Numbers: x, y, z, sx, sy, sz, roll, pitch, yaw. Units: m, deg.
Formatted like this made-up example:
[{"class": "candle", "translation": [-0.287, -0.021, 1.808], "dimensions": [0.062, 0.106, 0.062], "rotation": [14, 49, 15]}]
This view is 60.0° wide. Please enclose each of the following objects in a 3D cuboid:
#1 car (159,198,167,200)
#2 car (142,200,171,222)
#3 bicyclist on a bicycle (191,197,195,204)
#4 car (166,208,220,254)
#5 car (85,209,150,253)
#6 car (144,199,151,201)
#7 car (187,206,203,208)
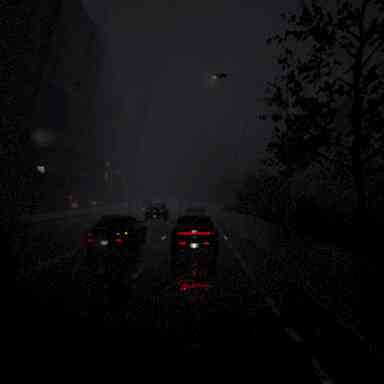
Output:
[{"class": "car", "translation": [-6.243, 2.052, 71.047], "dimensions": [2.097, 1.767, 4.553], "rotation": [0, -1, -1]}, {"class": "car", "translation": [-2.987, 1.777, 29.211], "dimensions": [2.128, 1.511, 4.902], "rotation": [0, 0, 1]}, {"class": "bicyclist on a bicycle", "translation": [0.440, 2.256, 89.816], "dimensions": [0.659, 1.776, 1.843], "rotation": [0, 0, -3]}, {"class": "car", "translation": [0.108, 1.646, 14.168], "dimensions": [1.837, 1.490, 4.892], "rotation": [0, 0, 1]}, {"class": "car", "translation": [-3.139, 1.664, 14.305], "dimensions": [1.812, 1.442, 4.674], "rotation": [0, 0, 1]}, {"class": "car", "translation": [-9.490, 2.220, 70.896], "dimensions": [2.128, 1.511, 4.902], "rotation": [0, -1, -1]}, {"class": "car", "translation": [0.260, 1.884, 28.990], "dimensions": [1.895, 1.301, 4.718], "rotation": [0, -1, 1]}]
